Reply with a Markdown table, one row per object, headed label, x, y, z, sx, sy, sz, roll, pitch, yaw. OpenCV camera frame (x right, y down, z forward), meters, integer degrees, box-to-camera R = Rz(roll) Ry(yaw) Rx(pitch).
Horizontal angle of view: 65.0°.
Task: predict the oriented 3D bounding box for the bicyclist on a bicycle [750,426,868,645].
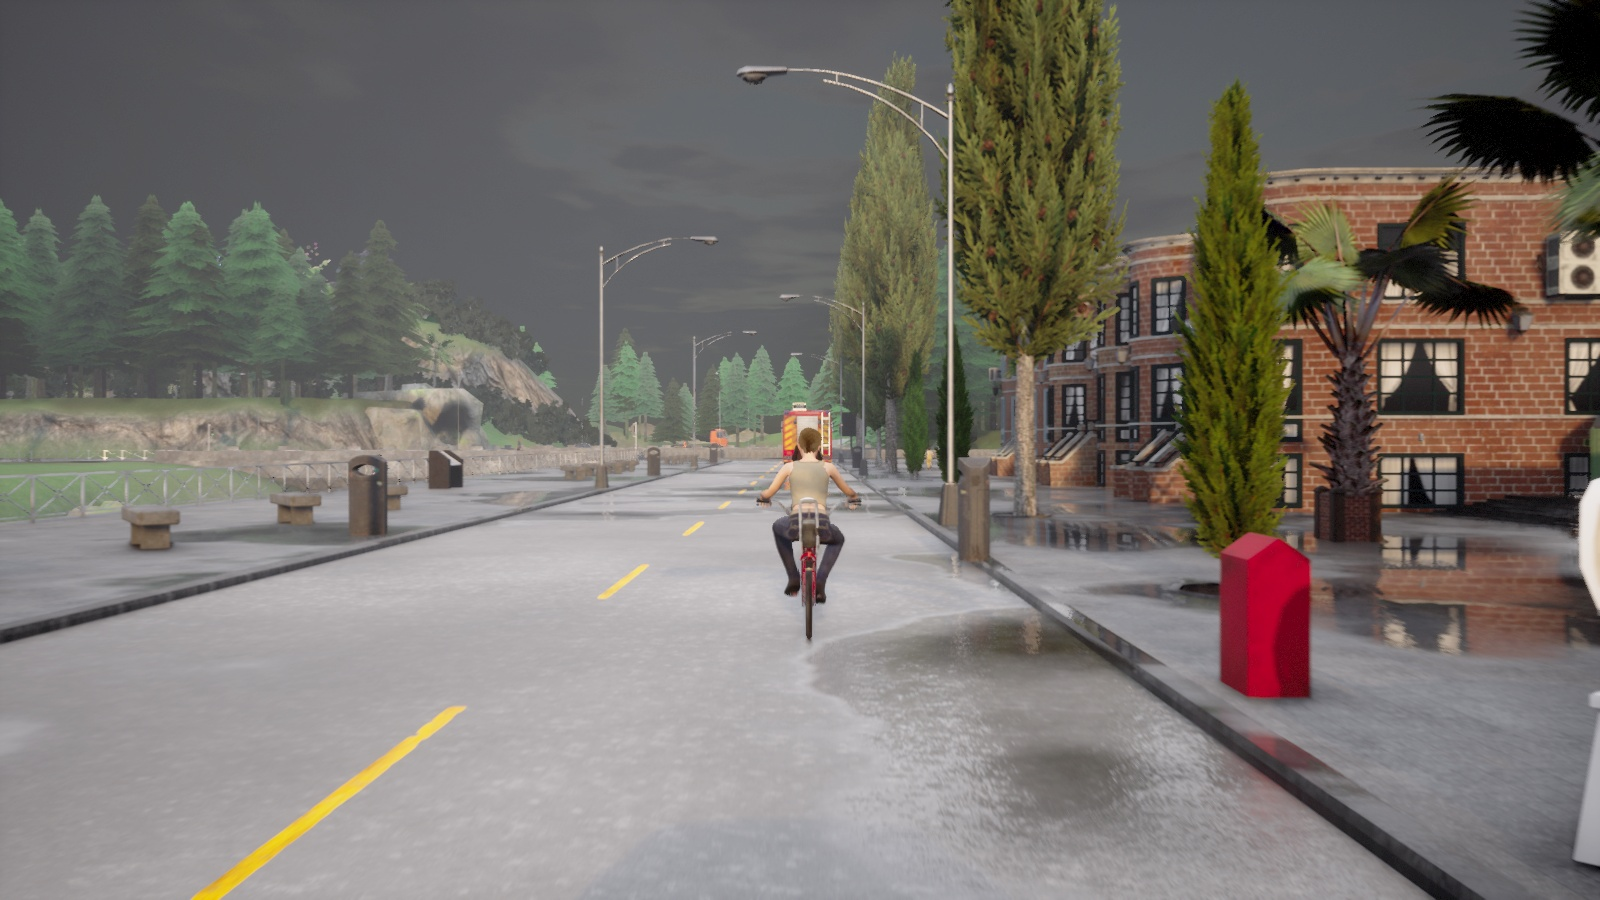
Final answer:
| label | x | y | z | sx | sy | sz | roll | pitch | yaw |
| --- | --- | --- | --- | --- | --- | --- | --- | --- | --- |
| bicyclist on a bicycle | 0.071 | 0.627 | 10.001 | 0.866 | 1.612 | 1.509 | 0 | 0 | 0 |

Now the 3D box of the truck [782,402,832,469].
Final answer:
| label | x | y | z | sx | sy | sz | roll | pitch | yaw |
| --- | --- | --- | --- | --- | --- | --- | --- | --- | --- |
| truck | 0.437 | -0.847 | 76.159 | 2.891 | 3.827 | 8.468 | 0 | 0 | 0 |
